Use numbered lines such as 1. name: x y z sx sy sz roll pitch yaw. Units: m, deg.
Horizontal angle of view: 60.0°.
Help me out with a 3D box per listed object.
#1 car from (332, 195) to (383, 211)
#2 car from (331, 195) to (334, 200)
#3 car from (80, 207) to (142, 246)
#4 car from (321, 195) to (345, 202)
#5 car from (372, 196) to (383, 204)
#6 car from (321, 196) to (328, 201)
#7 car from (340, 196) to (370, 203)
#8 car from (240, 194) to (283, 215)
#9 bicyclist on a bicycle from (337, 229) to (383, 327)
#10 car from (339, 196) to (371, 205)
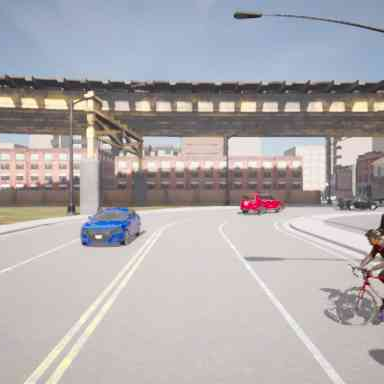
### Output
1. car: 20.201 1.486 40.573 4.902 1.511 2.128 0 0 -11
2. car: 33.333 1.285 78.862 1.853 1.218 4.536 0 0 -34
3. car: -3.591 1.475 15.437 1.882 1.535 5.008 0 0 1
4. car: 33.304 1.443 78.905 2.038 1.542 4.974 0 0 -34
5. car: 32.039 1.288 57.175 1.853 1.218 4.536 0 0 31
6. car: 29.261 1.285 78.105 4.536 1.218 1.853 0 0 -39
7. car: 28.935 1.288 59.322 1.853 1.218 4.536 0 0 -29
8. car: 7.236 1.220 34.345 5.566 2.045 2.150 -1 0 -44
9. bicyclist on a bicycle: 3.214 1.448 5.554 1.656 1.620 0.582 -2 0 0
10. car: 28.961 1.445 59.277 2.038 1.542 4.974 0 0 -29
